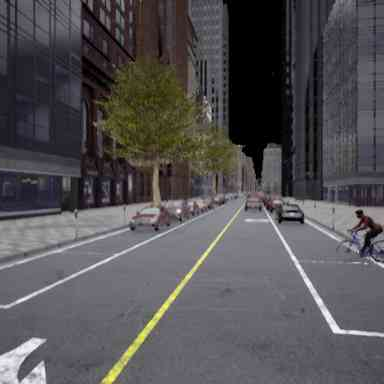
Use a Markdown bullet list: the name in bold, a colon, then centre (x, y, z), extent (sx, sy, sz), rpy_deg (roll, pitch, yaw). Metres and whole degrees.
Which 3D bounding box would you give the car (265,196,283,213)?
- **car**: centre (9.100, 1.482, 35.217), extent (1.887, 1.381, 4.507), rpy_deg (0, 0, 11)

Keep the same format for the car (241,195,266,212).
- **car**: centre (7.076, 1.423, 38.373), extent (2.128, 1.511, 4.902), rpy_deg (0, 0, 11)

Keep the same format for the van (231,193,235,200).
- **van**: centre (9.012, 1.261, 81.137), extent (1.690, 1.788, 3.998), rpy_deg (0, 0, 11)

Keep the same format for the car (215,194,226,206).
- **car**: centre (3.831, 1.459, 53.420), extent (1.887, 1.381, 4.507), rpy_deg (0, 0, 11)

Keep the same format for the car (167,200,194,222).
- **car**: centre (-1.351, 1.378, 25.702), extent (1.967, 1.590, 4.097), rpy_deg (0, 0, 11)

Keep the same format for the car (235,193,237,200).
- **car**: centre (10.048, 1.369, 86.681), extent (1.967, 1.590, 4.097), rpy_deg (0, 0, 11)

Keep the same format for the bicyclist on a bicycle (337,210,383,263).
- **bicyclist on a bicycle**: centre (5.364, 1.377, 10.318), extent (1.656, 1.620, 0.582), rpy_deg (0, 0, 11)

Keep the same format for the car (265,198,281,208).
- **car**: centre (11.173, 1.496, 46.302), extent (1.947, 1.339, 4.313), rpy_deg (0, 0, 11)

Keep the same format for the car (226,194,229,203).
- **car**: centre (4.868, 1.226, 58.963), extent (2.192, 1.841, 5.009), rpy_deg (0, 0, 11)

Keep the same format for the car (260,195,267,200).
- **car**: centre (19.463, 1.496, 90.644), extent (1.887, 1.381, 4.507), rpy_deg (0, 0, 11)

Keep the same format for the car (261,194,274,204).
- **car**: centre (14.283, 1.237, 62.931), extent (2.192, 1.841, 5.009), rpy_deg (0, 0, 11)

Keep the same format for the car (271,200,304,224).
- **car**: centre (7.028, 1.517, 24.131), extent (1.947, 1.339, 4.313), rpy_deg (0, 0, 11)

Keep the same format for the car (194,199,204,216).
- **car**: centre (-0.315, 1.512, 31.246), extent (1.802, 1.307, 4.206), rpy_deg (0, 0, 11)

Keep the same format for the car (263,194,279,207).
- **car**: centre (12.210, 1.242, 51.845), extent (2.192, 1.841, 5.009), rpy_deg (0, 0, 11)

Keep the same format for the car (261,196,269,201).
- **car**: centre (17.390, 1.515, 79.558), extent (1.802, 1.307, 4.206), rpy_deg (0, 0, 11)

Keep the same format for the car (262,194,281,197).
- **car**: centre (10.137, 1.248, 40.760), extent (2.192, 1.841, 5.009), rpy_deg (0, 0, 11)

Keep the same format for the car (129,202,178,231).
- **car**: centre (-2.387, 1.529, 20.159), extent (1.802, 1.307, 4.206), rpy_deg (0, 0, 11)

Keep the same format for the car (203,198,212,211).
- **car**: centre (0.691, 1.450, 36.622), extent (1.752, 1.417, 4.829), rpy_deg (0, 0, 11)

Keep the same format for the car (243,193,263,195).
- **car**: centre (8.967, 1.146, 48.475), extent (2.150, 2.045, 5.566), rpy_deg (0, 0, 11)

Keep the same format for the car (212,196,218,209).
- **car**: centre (1.758, 1.486, 42.333), extent (1.947, 1.339, 4.313), rpy_deg (0, 0, 11)

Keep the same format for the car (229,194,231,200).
- **car**: centre (5.904, 1.474, 64.508), extent (1.947, 1.339, 4.313), rpy_deg (0, 0, 11)
